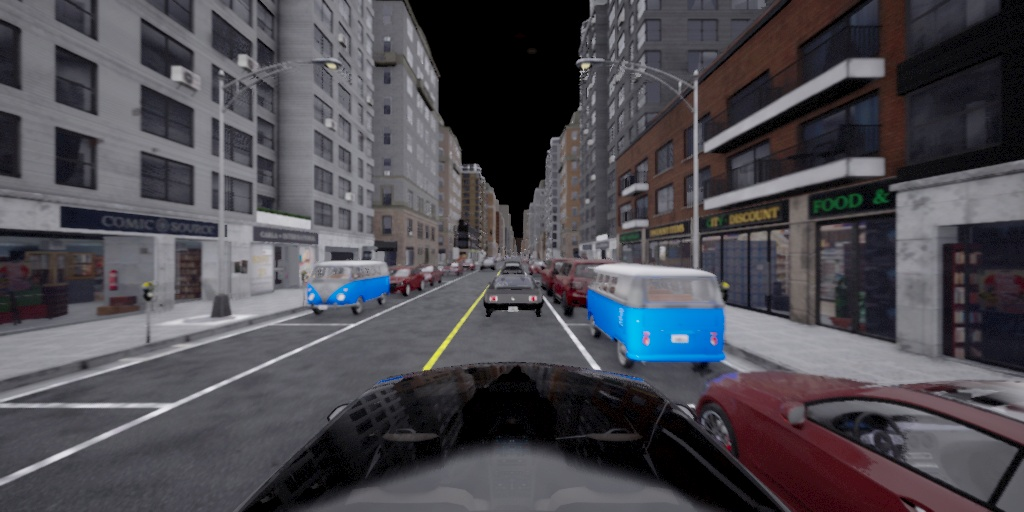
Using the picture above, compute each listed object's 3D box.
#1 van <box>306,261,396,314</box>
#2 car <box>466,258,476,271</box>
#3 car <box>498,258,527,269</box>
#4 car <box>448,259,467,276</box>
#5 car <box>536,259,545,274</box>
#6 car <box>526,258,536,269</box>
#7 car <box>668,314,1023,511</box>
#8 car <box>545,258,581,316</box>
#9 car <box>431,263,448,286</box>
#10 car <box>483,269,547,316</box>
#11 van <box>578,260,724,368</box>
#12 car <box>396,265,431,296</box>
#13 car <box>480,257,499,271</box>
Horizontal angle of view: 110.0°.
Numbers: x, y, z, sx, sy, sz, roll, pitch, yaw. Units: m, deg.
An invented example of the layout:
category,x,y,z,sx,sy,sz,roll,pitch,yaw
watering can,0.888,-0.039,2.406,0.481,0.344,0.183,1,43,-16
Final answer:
category,x,y,z,sx,sy,sz,roll,pitch,yaw
van,-5.864,1.062,13.215,1.690,1.789,3.998,0,0,0
car,-5.879,1.135,47.139,1.967,1.591,4.097,0,0,0
car,0.057,1.200,29.705,1.837,1.490,4.892,0,0,0
car,-5.874,1.275,35.829,1.802,1.307,4.207,0,0,0
car,2.659,1.023,18.861,2.192,1.841,5.009,0,0,0
car,2.651,1.133,35.824,1.967,1.591,4.097,0,0,0
car,2.667,1.332,1.892,1.802,1.307,4.207,0,0,0
car,2.662,1.037,13.204,2.192,1.841,5.009,0,0,0
car,-5.869,1.278,24.524,1.802,1.307,4.207,0,0,0
car,0.057,1.323,13.145,1.895,1.301,4.718,0,0,0
van,2.664,1.077,7.547,1.690,1.789,3.998,0,0,0
car,-5.866,1.252,18.870,1.888,1.381,4.507,0,0,0
car,-3.101,1.173,46.626,1.882,1.535,5.008,0,0,0
